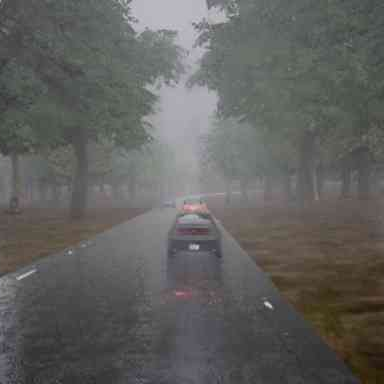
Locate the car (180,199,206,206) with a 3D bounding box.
[{"bbox_3d":[0.085,1.339,28.055,2.097,1.767,4.553,0,0,0],"label":"car"}]

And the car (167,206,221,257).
[{"bbox_3d":[0.086,1.502,12.996,1.837,1.490,4.892,0,0,0],"label":"car"}]

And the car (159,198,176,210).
[{"bbox_3d":[-3.085,1.532,43.273,1.994,1.385,4.181,0,0,0],"label":"car"}]
